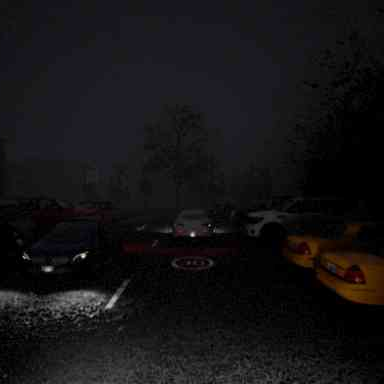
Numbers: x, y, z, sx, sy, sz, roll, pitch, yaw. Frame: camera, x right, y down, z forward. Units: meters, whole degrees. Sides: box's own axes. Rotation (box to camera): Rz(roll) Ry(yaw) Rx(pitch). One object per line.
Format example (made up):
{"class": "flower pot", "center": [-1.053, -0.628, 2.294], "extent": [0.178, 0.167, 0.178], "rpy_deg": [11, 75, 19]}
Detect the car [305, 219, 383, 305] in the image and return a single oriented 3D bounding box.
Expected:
{"class": "car", "center": [5.289, 1.452, 6.504], "extent": [5.366, 1.575, 1.946], "rpy_deg": [0, 0, 0]}

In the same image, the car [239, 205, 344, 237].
{"class": "car", "center": [5.106, 1.502, 17.674], "extent": [4.892, 1.521, 2.231], "rpy_deg": [0, -1, 0]}

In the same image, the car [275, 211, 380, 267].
{"class": "car", "center": [5.295, 1.452, 9.165], "extent": [5.366, 1.575, 1.946], "rpy_deg": [0, 0, 0]}

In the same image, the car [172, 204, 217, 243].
{"class": "car", "center": [0.041, 1.531, 16.034], "extent": [1.812, 1.442, 4.674], "rpy_deg": [0, 0, 0]}

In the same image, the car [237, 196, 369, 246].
{"class": "car", "center": [5.091, 1.224, 14.884], "extent": [5.566, 2.045, 2.435], "rpy_deg": [0, -1, 0]}

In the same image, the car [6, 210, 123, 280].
{"class": "car", "center": [-3.323, 1.503, 10.041], "extent": [1.812, 1.442, 4.674], "rpy_deg": [0, 0, 1]}

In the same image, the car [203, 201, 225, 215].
{"class": "car", "center": [3.566, 1.756, 33.249], "extent": [2.128, 1.511, 4.902], "rpy_deg": [-1, -2, 34]}

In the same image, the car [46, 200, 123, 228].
{"class": "car", "center": [-7.138, 1.424, 22.480], "extent": [4.553, 1.767, 2.185], "rpy_deg": [0, -1, 0]}

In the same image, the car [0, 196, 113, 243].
{"class": "car", "center": [-7.124, 1.236, 16.528], "extent": [5.566, 2.045, 2.435], "rpy_deg": [0, 0, 0]}

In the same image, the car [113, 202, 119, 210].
{"class": "car", "center": [-7.156, 1.517, 19.443], "extent": [5.008, 1.535, 2.097], "rpy_deg": [0, -1, 0]}

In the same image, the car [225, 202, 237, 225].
{"class": "car", "center": [5.076, 1.278, 20.346], "extent": [5.566, 2.045, 2.435], "rpy_deg": [0, -1, 0]}
